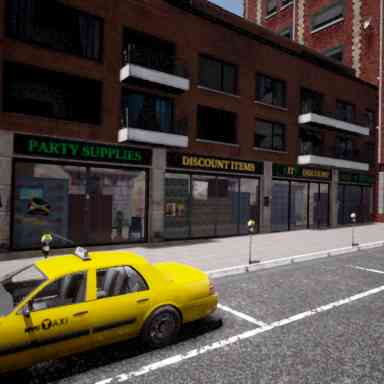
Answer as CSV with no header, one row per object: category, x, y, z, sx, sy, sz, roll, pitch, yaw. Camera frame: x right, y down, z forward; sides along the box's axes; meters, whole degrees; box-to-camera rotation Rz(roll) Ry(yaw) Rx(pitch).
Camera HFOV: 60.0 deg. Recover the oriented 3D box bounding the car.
car,-1.844,1.526,4.755,4.829,1.417,1.752,0,2,-35
